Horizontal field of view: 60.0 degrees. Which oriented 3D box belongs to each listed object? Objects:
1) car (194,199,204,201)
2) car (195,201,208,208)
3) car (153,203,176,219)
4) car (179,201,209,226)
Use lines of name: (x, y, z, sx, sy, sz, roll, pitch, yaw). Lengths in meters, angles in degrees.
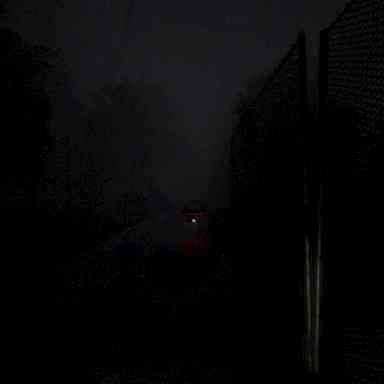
car: (0.899, 1.787, 42.195, 2.097, 1.767, 4.553, 0, -1, 4)
car: (2.146, 2.763, 73.548, 2.033, 1.411, 5.357, 0, -2, 10)
car: (-2.604, 1.818, 32.626, 2.033, 1.411, 5.357, 0, -1, 2)
car: (0.155, 1.671, 24.488, 1.837, 1.490, 4.892, 0, 0, 1)
